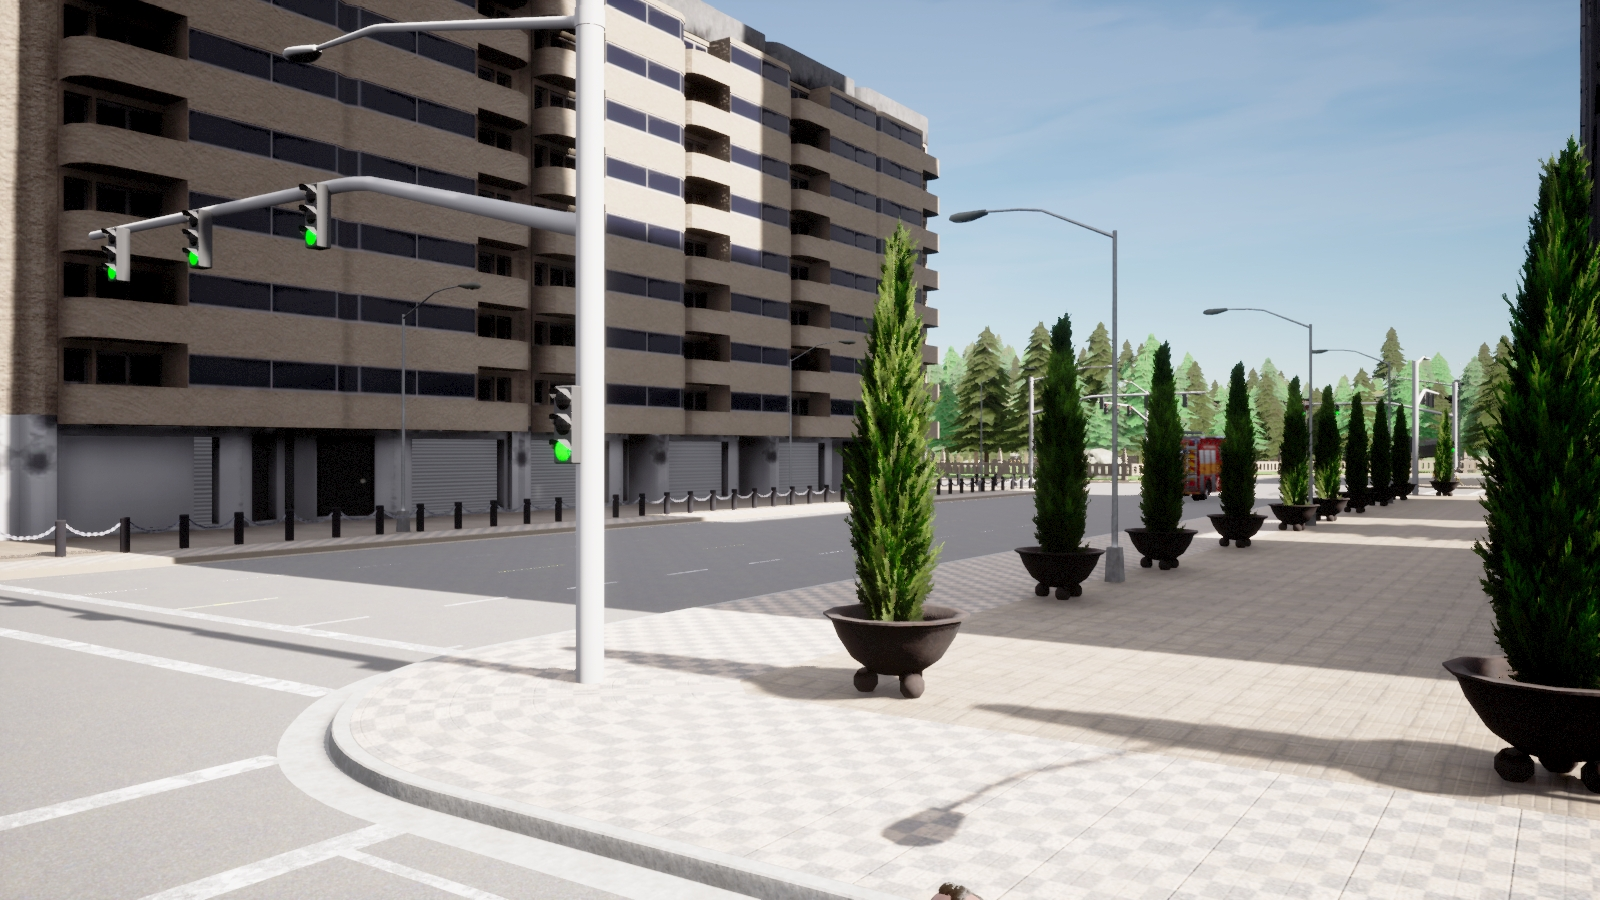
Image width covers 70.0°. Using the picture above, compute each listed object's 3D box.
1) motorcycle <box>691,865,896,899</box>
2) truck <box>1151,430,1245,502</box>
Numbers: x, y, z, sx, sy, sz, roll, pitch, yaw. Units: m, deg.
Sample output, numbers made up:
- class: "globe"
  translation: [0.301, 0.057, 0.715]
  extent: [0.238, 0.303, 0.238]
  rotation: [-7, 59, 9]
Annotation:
- class: "motorcycle"
  translation: [0.516, 2.205, 3.364]
  extent: [2.209, 1.251, 0.867]
  rotation: [0, 0, 34]
- class: "truck"
  translation: [22.842, 0.836, 65.262]
  extent: [2.891, 3.827, 8.468]
  rotation: [0, 0, 34]
